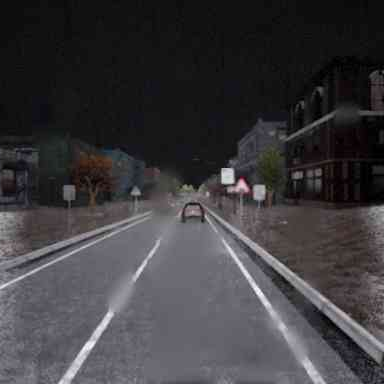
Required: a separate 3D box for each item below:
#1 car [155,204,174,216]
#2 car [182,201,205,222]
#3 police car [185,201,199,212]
[{"bbox_3d":[-3.095,2.020,37.805,1.895,1.301,4.718,0,-1,0],"label":"car"},{"bbox_3d":[0.095,1.701,29.173,2.033,1.649,4.856,0,0,0],"label":"car"},{"bbox_3d":[0.024,2.078,48.513,2.038,1.542,4.974,0,-1,0],"label":"police car"}]
